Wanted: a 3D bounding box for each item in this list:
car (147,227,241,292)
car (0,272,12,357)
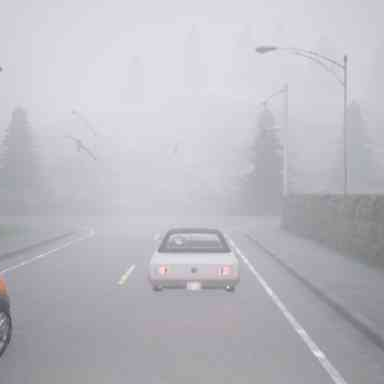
[{"bbox_3d":[0.057,1.583,8.834,1.895,1.301,4.718,0,0,0],"label":"car"},{"bbox_3d":[-3.588,1.346,2.763,2.097,1.767,4.553,0,0,0],"label":"car"}]
